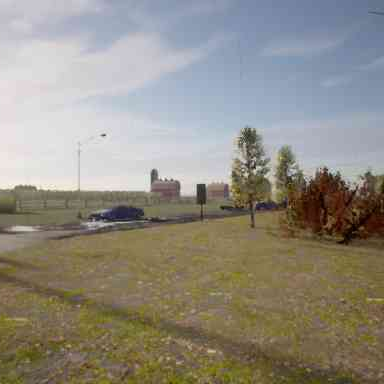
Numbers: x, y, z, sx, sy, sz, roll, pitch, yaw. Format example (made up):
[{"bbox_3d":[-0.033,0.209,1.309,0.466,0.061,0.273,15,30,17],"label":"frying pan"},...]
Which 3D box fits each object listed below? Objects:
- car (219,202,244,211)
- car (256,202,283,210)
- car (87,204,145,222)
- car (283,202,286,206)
[{"bbox_3d":[5.720,2.050,47.906,1.895,1.301,4.718,-1,-1,32],"label":"car"},{"bbox_3d":[11.453,1.646,50.322,2.150,2.045,5.566,-1,-1,32],"label":"car"},{"bbox_3d":[-6.335,1.779,28.599,2.033,1.411,5.357,-1,-1,32],"label":"car"},{"bbox_3d":[16.934,2.056,59.313,1.812,1.442,4.674,-1,-1,31],"label":"car"}]
